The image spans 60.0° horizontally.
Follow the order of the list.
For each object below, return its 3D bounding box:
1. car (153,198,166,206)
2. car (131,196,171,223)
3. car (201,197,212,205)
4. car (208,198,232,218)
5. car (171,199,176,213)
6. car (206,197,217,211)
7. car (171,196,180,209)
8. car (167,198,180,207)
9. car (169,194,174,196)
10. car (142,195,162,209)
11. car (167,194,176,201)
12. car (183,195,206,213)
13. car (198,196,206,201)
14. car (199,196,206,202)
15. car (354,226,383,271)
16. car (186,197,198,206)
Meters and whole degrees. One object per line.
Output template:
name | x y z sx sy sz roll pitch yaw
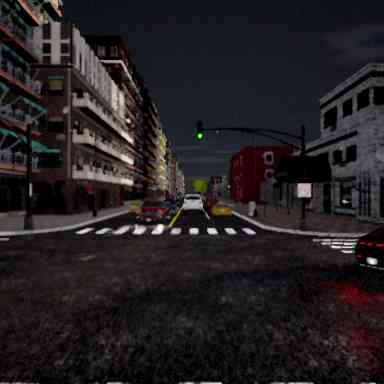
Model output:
car | -5.675 1.713 58.679 2.008 1.369 4.403 0 0 0
car | -3.093 1.415 26.064 2.097 1.767 4.553 0 0 0
car | 2.707 1.733 64.217 2.008 1.369 4.403 0 0 0
car | 2.700 1.603 31.152 1.752 1.417 4.829 0 0 0
car | -3.068 1.689 35.006 1.895 1.301 4.718 0 0 0
car | 2.702 1.690 42.060 1.802 1.307 4.206 0 0 0
car | -3.004 1.640 44.062 1.812 1.442 4.674 0 0 0
car | -2.988 1.711 54.078 1.994 1.385 4.181 0 0 0
car | -5.672 1.769 75.297 1.887 1.381 4.507 0 0 0
car | -5.676 1.441 47.601 2.192 1.841 5.009 0 0 0
car | -5.668 1.606 91.915 2.192 1.841 5.009 0 0 0
car | 0.108 1.319 38.413 2.150 2.045 5.566 0 0 0
car | 2.712 1.842 91.913 2.008 1.369 4.403 0 0 0
car | 2.711 1.794 86.544 1.752 1.417 4.829 0 0 0
car | 6.938 1.543 9.316 4.892 1.490 1.837 0 -4 -18
car | 0.042 1.715 60.150 2.033 1.411 5.357 0 0 1
